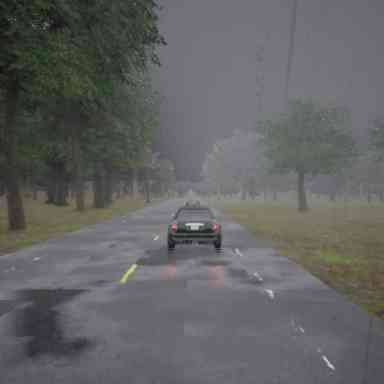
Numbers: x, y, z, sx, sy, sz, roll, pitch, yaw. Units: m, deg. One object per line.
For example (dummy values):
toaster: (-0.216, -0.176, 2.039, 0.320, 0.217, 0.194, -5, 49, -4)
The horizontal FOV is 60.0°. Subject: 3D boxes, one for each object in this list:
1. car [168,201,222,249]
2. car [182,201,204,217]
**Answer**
car: (0.101, 1.363, 14.679, 2.097, 1.767, 4.553, 0, 0, 0)
car: (0.105, 1.590, 32.982, 1.994, 1.385, 4.181, 0, 0, 0)
